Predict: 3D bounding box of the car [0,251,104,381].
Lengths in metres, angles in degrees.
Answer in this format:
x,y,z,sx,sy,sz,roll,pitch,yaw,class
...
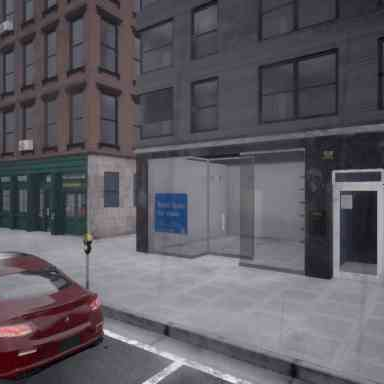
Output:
x,y,z,sx,sy,sz,roll,pitch,yaw,class
-3.089,1.582,5.026,4.206,1.307,1.802,0,0,36,car
